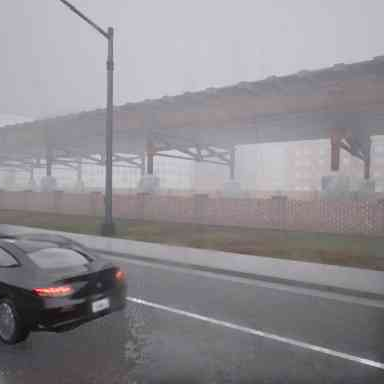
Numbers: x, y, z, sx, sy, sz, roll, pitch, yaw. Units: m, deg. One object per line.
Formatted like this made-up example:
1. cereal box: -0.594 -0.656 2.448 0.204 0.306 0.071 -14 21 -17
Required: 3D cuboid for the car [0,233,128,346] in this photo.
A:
1. car: -3.233 1.517 6.321 4.674 1.442 1.812 0 0 36
